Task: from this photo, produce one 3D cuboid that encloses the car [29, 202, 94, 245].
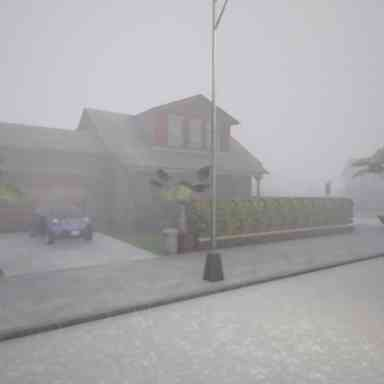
[{"bbox_3d":[-5.390,1.191,13.611,1.845,1.501,3.633,0,0,-38],"label":"car"}]
